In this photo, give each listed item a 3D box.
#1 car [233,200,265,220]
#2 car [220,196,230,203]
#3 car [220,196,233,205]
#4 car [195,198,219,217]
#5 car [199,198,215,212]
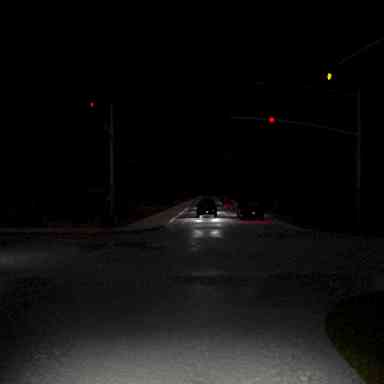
[{"bbox_3d":[4.848,1.468,27.972,1.882,1.535,5.008,0,0,3],"label":"car"},{"bbox_3d":[6.850,1.531,68.956,1.837,1.490,4.892,0,0,3],"label":"car"},{"bbox_3d":[6.363,1.618,58.995,1.895,1.301,4.718,0,0,3],"label":"car"},{"bbox_3d":[1.390,1.497,30.978,1.837,1.490,4.892,0,0,3],"label":"car"},{"bbox_3d":[1.854,1.506,40.431,1.837,1.490,4.892,0,0,3],"label":"car"}]
